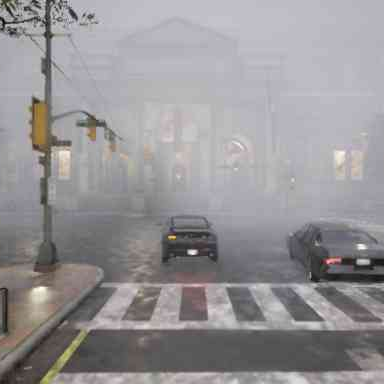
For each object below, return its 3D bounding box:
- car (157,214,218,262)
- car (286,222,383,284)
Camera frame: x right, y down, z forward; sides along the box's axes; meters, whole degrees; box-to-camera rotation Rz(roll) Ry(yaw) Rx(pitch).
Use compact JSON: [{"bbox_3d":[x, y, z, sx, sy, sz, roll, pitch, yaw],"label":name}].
[{"bbox_3d":[-0.253,1.576,12.432,1.837,1.490,4.892,1,0,-6],"label":"car"},{"bbox_3d":[4.078,1.604,9.831,2.033,1.411,5.357,0,0,7],"label":"car"}]
